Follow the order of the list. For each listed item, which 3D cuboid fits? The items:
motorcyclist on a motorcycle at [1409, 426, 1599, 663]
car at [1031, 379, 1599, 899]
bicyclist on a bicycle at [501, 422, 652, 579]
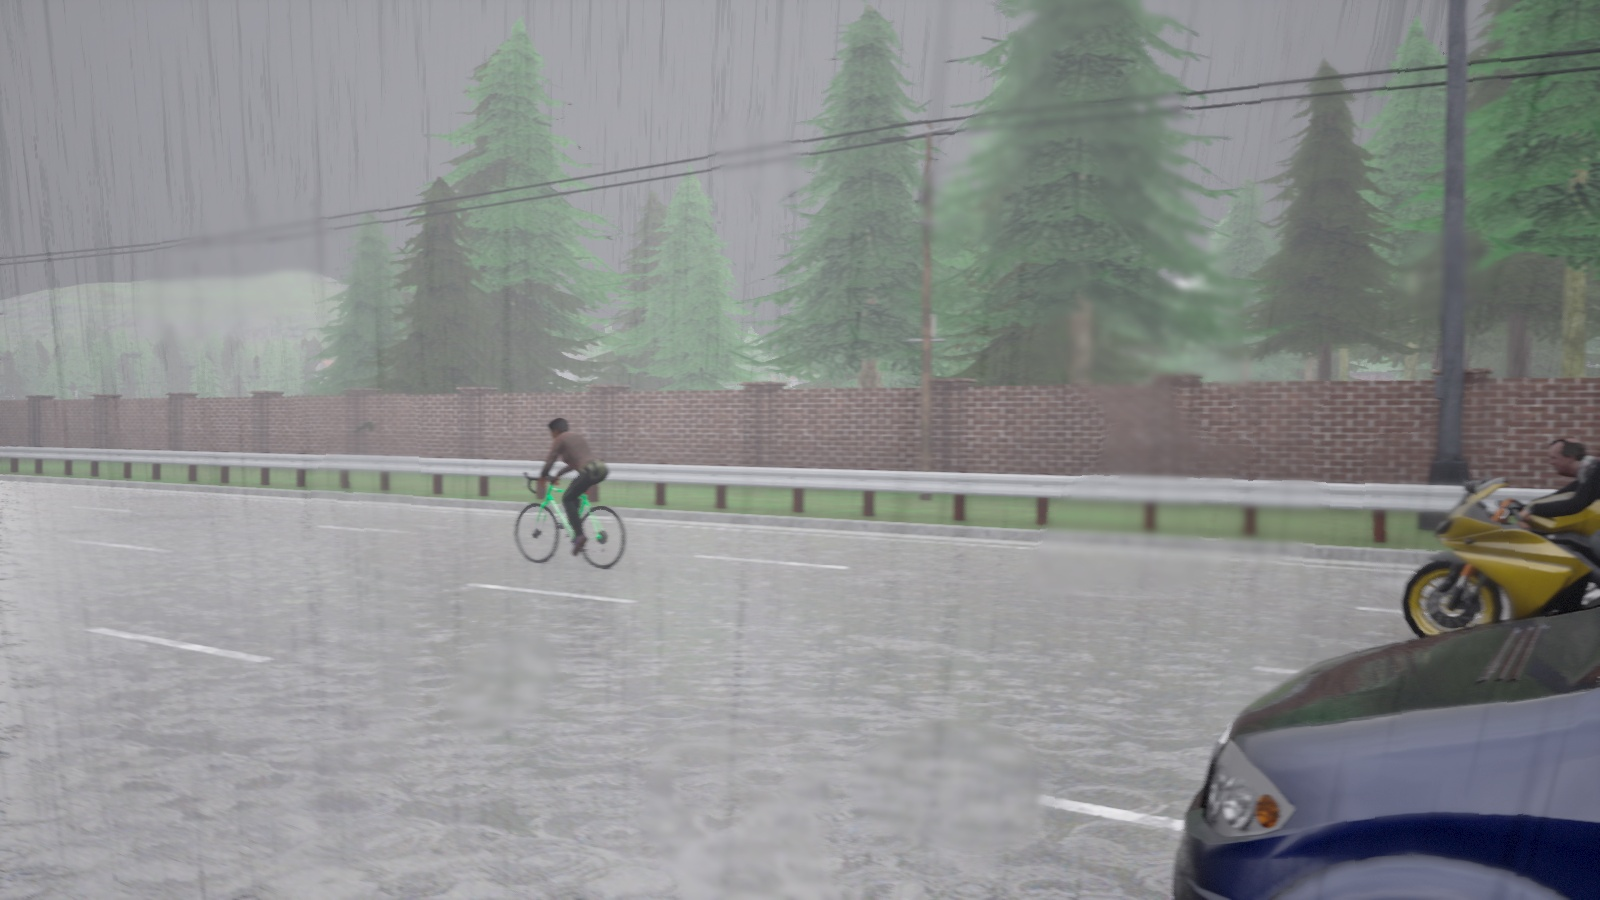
[{"bbox_3d":[5.373,0.602,8.457,2.191,1.530,0.866,0,1,34],"label":"motorcyclist on a motorcycle"},{"bbox_3d":[2.459,0.661,1.989,3.705,1.549,1.789,0,1,34],"label":"car"},{"bbox_3d":[-2.442,0.520,13.648,1.656,1.620,0.582,0,1,34],"label":"bicyclist on a bicycle"}]
